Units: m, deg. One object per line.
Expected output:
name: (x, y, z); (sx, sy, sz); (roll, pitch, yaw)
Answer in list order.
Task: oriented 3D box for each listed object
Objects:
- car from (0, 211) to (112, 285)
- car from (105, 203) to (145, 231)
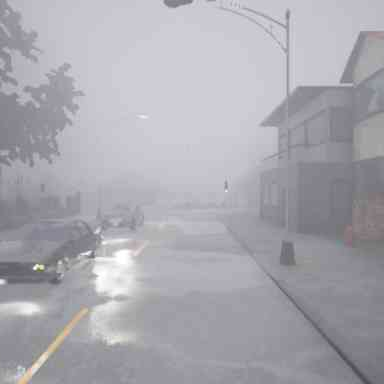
car: (-4.066, 1.515, 9.714); (2.033, 1.411, 5.357); (0, 0, 0)
car: (-4.035, 1.425, 20.052); (2.128, 1.511, 4.902); (0, 0, 0)
